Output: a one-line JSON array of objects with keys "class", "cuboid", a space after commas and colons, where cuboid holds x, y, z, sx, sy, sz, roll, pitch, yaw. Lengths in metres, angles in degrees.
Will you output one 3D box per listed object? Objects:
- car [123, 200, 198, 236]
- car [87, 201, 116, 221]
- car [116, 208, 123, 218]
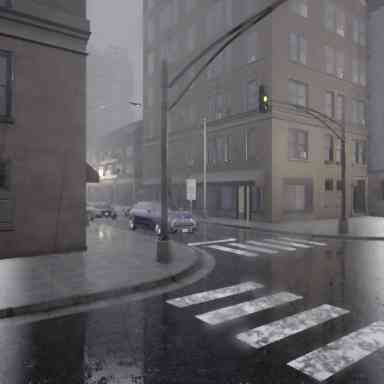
[{"class": "car", "cuboid": [-1.640, 1.269, 17.967, 2.097, 1.767, 4.553, 0, 0, -36]}, {"class": "car", "cuboid": [-7.436, 1.428, 26.073, 1.994, 1.385, 4.181, 0, 0, -35]}, {"class": "car", "cuboid": [-3.716, 1.425, 25.933, 2.033, 1.411, 5.357, 0, 0, -36]}]
